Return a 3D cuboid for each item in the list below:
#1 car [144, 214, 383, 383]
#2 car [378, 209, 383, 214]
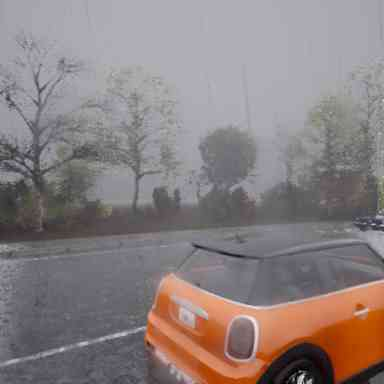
[{"bbox_3d":[1.721,1.344,4.688,4.553,1.767,2.097,0,0,-33],"label":"car"},{"bbox_3d":[11.230,1.572,18.307,4.718,1.301,1.895,0,0,-26],"label":"car"}]
